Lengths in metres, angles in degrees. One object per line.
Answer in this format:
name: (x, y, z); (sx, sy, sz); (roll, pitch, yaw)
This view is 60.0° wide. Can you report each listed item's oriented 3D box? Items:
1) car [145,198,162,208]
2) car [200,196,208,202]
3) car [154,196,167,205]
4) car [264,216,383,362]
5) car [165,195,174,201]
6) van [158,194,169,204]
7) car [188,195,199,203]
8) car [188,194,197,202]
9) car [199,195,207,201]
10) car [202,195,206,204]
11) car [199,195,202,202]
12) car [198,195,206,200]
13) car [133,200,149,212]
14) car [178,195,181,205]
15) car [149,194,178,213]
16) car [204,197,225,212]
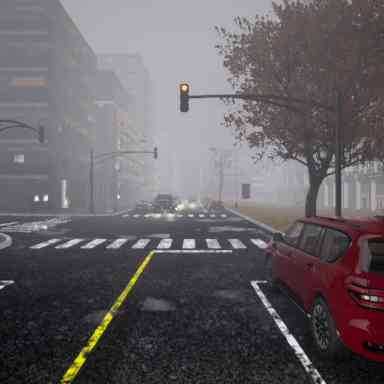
car: (-5.621, 1.568, 49.346); (2.008, 1.369, 4.403); (0, 0, 0)
car: (2.797, 1.575, 77.168); (1.752, 1.417, 4.829); (0, 0, 0)
car: (-5.606, 1.469, 60.412); (1.967, 1.590, 4.097); (0, 0, 0)
car: (2.700, 1.314, 5.881); (2.192, 1.841, 5.009); (0, 0, 0)
car: (-5.576, 1.498, 82.542); (1.967, 1.590, 4.097); (0, 0, 0)
van: (-5.598, 1.377, 65.945); (1.690, 1.788, 3.998); (0, 0, 0)
car: (0.194, 1.641, 69.280); (1.895, 1.301, 4.718); (0, 0, 0)
car: (0.111, 1.408, 79.366); (2.097, 1.767, 4.553); (0, 0, 0)
car: (2.813, 1.611, 88.063); (1.887, 1.381, 4.507); (0, 0, 0)
car: (2.759, 1.543, 49.504); (1.752, 1.417, 4.829); (0, 0, 0)
car: (2.782, 1.618, 65.931); (1.802, 1.307, 4.206); (0, 0, 0)
car: (2.820, 1.627, 93.596); (2.008, 1.369, 4.403); (0, 0, 0)
car: (-5.636, 1.559, 38.280); (2.008, 1.369, 4.403); (0, 0, 0)
car: (-3.016, 1.523, 49.527); (1.837, 1.490, 4.892); (0, 0, 0)
car: (-3.090, 1.232, 37.619); (2.150, 2.045, 5.566); (0, 0, 1)
car: (2.744, 1.553, 38.269); (1.887, 1.381, 4.507); (0, 0, 0)
